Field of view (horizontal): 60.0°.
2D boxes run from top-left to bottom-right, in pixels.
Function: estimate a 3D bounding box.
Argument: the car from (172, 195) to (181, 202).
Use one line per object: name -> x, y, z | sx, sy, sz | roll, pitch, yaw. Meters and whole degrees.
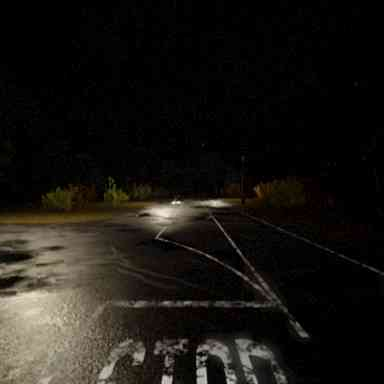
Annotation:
car -> -3.424, 1.393, 72.533 | 2.128, 1.511, 4.902 | 0, 0, 0
